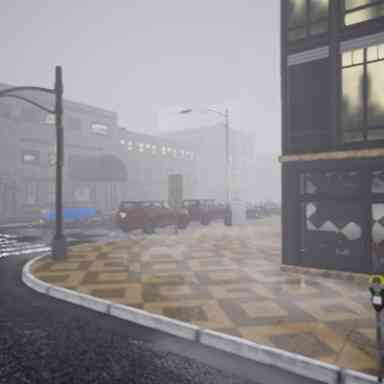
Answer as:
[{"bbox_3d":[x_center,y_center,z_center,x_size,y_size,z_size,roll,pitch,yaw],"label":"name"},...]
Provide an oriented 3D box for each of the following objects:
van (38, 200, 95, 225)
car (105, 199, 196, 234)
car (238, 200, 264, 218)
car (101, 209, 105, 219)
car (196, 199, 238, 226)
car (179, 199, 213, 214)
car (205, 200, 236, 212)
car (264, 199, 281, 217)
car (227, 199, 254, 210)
[{"bbox_3d":[-9.078,1.443,24.358,1.690,1.788,3.998,-1,-1,35],"label":"van"},{"bbox_3d":[-2.245,1.367,19.508,2.192,1.841,5.009,-1,-1,35],"label":"car"},{"bbox_3d":[4.154,1.633,28.513,1.887,1.381,4.507,-1,-1,35],"label":"car"},{"bbox_3d":[-5.879,1.560,28.861,1.967,1.590,4.097,-1,-1,35],"label":"car"},{"bbox_3d":[0.954,1.385,24.012,2.192,1.841,5.009,-1,-1,35],"label":"car"},{"bbox_3d":[0.519,1.598,37.869,1.967,1.590,4.097,-1,-1,35],"label":"car"},{"bbox_3d":[3.718,1.729,42.371,2.008,1.369,4.403,-1,-1,35],"label":"car"},{"bbox_3d":[7.353,1.674,33.017,1.947,1.339,4.313,-1,-1,35],"label":"car"},{"bbox_3d":[6.917,1.751,46.875,2.008,1.369,4.403,-1,-1,35],"label":"car"}]
